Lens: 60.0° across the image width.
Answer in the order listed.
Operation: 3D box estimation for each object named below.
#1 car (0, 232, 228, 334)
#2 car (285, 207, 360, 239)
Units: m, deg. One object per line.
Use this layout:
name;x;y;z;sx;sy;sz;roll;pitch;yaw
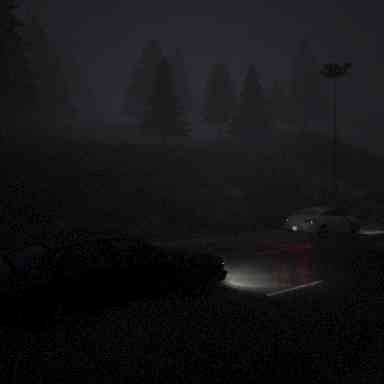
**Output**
car;-1.791;1.543;6.763;5.357;1.411;2.033;0;0;-36
car;6.775;1.497;17.180;4.674;1.442;1.812;0;0;-36
